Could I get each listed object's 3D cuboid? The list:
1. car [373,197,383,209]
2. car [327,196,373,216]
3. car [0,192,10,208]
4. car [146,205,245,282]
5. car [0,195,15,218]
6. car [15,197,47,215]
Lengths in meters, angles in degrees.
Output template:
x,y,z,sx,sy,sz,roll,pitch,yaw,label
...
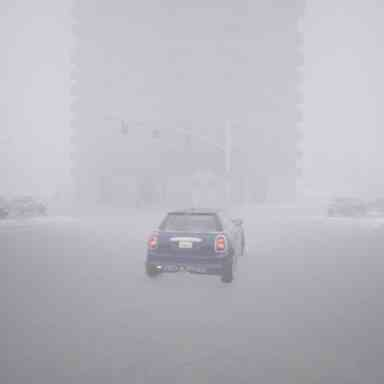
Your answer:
x,y,z,sx,sy,sz,roll,pitch,yaw,label
19.459,1.147,33.834,4.718,1.301,1.895,-1,1,-44,car
12.839,1.120,27.364,4.892,1.490,1.837,-1,1,-44,car
-20.882,0.789,34.627,2.128,1.511,4.902,-1,1,-45,car
0.321,1.189,9.596,2.097,1.767,4.553,0,1,12,car
-14.522,1.071,23.217,2.033,1.411,5.357,-1,1,-45,car
-13.627,1.063,27.288,1.895,1.301,4.718,-1,1,-45,car
